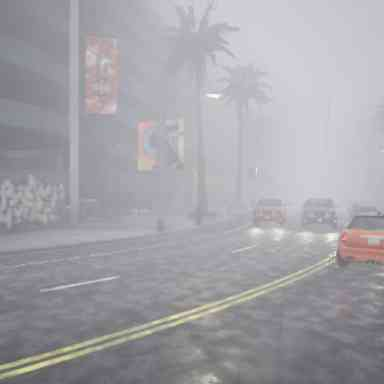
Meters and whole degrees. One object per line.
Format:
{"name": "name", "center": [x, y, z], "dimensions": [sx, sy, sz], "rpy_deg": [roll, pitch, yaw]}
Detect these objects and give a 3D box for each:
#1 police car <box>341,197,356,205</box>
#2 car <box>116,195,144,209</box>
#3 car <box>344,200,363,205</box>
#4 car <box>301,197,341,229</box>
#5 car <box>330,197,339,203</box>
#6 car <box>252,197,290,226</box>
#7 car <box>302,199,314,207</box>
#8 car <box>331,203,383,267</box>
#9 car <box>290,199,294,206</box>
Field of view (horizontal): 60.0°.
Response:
{"name": "police car", "center": [33.250, 1.849, 71.710], "dimensions": [1.930, 1.638, 5.238], "rpy_deg": [-9, -1, 18]}
{"name": "car", "center": [-8.866, 1.479, 48.215], "dimensions": [2.435, 2.045, 5.566], "rpy_deg": [0, -1, 18]}
{"name": "car", "center": [14.554, 1.711, 28.480], "dimensions": [1.837, 1.490, 4.892], "rpy_deg": [0, 0, 19]}
{"name": "car", "center": [8.921, 1.399, 23.265], "dimensions": [2.150, 2.045, 5.566], "rpy_deg": [0, 0, 21]}
{"name": "car", "center": [37.559, 2.004, 87.614], "dimensions": [1.837, 1.490, 4.892], "rpy_deg": [0, -1, 18]}
{"name": "car", "center": [6.096, 1.429, 25.635], "dimensions": [2.150, 2.045, 5.566], "rpy_deg": [0, 0, 20]}
{"name": "car", "center": [21.778, 2.058, 62.518], "dimensions": [1.994, 1.385, 4.181], "rpy_deg": [0, -1, 18]}
{"name": "car", "center": [6.438, 1.431, 11.070], "dimensions": [2.097, 1.767, 4.553], "rpy_deg": [-1, -1, 38]}
{"name": "car", "center": [19.094, 2.054, 65.577], "dimensions": [2.033, 1.411, 5.357], "rpy_deg": [0, -1, 18]}
